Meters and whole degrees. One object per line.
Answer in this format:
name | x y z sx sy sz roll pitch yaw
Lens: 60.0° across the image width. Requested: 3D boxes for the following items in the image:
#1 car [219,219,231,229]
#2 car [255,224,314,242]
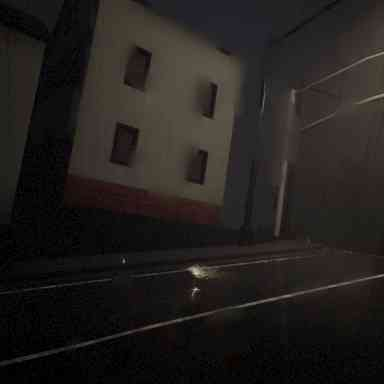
car | 2.363 3.572 37.299 1.837 1.490 4.892 13 -7 -35
car | 8.033 3.584 29.286 2.033 1.411 5.357 13 -7 -35
